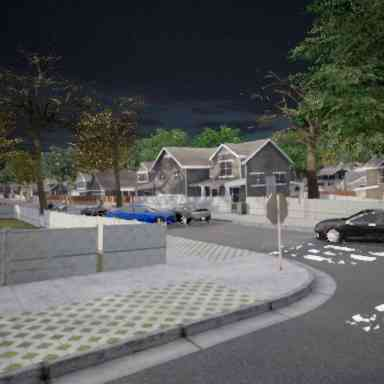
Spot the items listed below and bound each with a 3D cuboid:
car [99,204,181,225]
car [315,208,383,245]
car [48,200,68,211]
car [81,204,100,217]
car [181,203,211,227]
[{"bbox_3d":[-3.602,1.665,23.451,5.008,1.535,1.882,-1,-1,10],"label":"car"},{"bbox_3d":[7.705,1.447,13.900,4.892,1.490,1.837,-2,3,35],"label":"car"},{"bbox_3d":[-18.631,1.936,45.924,2.128,1.511,4.902,-3,1,-35],"label":"car"},{"bbox_3d":[-9.295,1.895,32.503,1.895,1.301,4.718,-3,1,-35],"label":"car"},{"bbox_3d":[-0.513,1.573,24.274,2.128,1.511,4.902,-3,2,-31],"label":"car"}]
